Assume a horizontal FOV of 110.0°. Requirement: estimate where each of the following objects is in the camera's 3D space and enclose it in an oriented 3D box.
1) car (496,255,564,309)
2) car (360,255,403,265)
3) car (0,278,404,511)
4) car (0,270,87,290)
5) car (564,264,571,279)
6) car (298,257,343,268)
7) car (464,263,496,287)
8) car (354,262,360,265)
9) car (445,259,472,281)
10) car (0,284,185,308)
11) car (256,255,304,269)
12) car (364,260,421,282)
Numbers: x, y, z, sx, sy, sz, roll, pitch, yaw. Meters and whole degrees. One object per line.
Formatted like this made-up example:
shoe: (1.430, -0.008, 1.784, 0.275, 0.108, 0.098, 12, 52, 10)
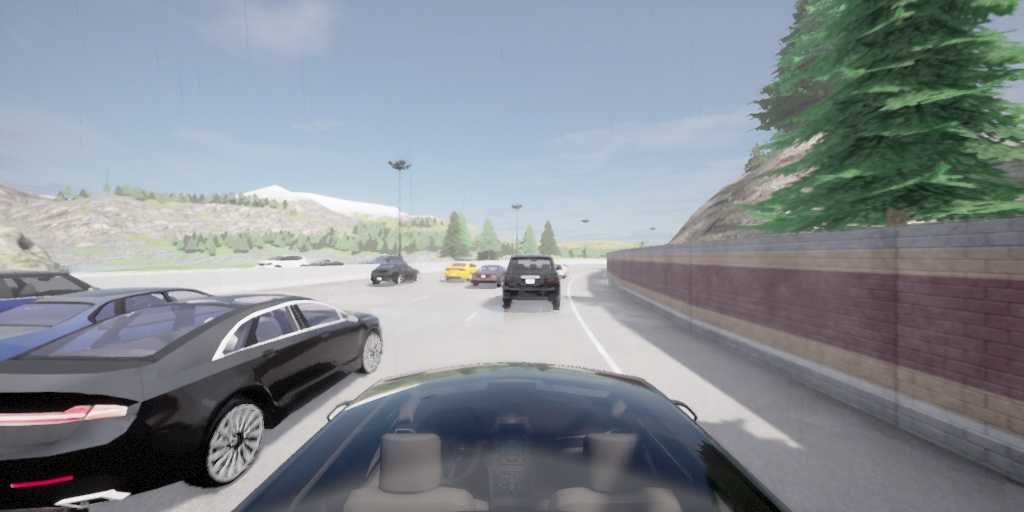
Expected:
car: (0.913, 0.975, 15.091, 2.150, 2.045, 5.566, 0, 0, 6)
car: (-15.097, 0.922, 42.952, 2.150, 2.045, 5.566, 0, 0, 16)
car: (-3.274, 1.231, 4.569, 2.128, 1.511, 4.902, 0, 0, 1)
car: (-10.163, 1.068, 7.468, 2.097, 1.767, 4.553, 0, 0, 2)
car: (4.184, 1.290, 33.052, 1.812, 1.442, 4.674, 0, 0, 14)
car: (-22.363, 1.168, 42.798, 2.128, 1.511, 4.902, 0, 0, 15)
car: (-1.310, 1.293, 24.327, 2.033, 1.411, 5.357, 0, 0, 10)
car: (-18.155, 1.255, 44.817, 1.994, 1.385, 4.181, 0, 0, 17)
car: (-3.854, 1.215, 29.325, 1.882, 1.535, 5.008, 0, 0, 12)
car: (-6.751, 1.275, 6.544, 2.033, 1.411, 5.357, 0, 0, 2)
car: (-26.384, 0.887, 41.333, 2.150, 2.045, 5.566, 0, 0, 15)
car: (-8.145, 1.228, 25.524, 1.837, 1.490, 4.892, 0, 0, 10)
